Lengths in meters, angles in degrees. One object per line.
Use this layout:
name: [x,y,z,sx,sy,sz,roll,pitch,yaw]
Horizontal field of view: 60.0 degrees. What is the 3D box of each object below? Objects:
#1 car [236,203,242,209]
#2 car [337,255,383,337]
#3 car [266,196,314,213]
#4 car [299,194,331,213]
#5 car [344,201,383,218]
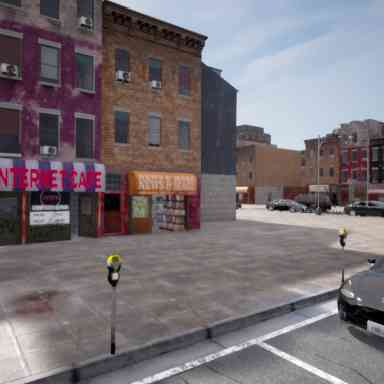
car: [4.360,1.622,45.151,2.033,1.411,5.357,1,0,-36]
car: [4.409,1.567,5.943,4.313,1.339,1.947,0,0,-35]
car: [10.359,1.545,36.706,2.128,1.511,4.902,1,0,-35]
car: [13.054,1.299,38.003,2.150,2.045,5.566,1,0,-35]
car: [15.843,1.539,28.975,1.837,1.490,4.892,1,0,-35]
